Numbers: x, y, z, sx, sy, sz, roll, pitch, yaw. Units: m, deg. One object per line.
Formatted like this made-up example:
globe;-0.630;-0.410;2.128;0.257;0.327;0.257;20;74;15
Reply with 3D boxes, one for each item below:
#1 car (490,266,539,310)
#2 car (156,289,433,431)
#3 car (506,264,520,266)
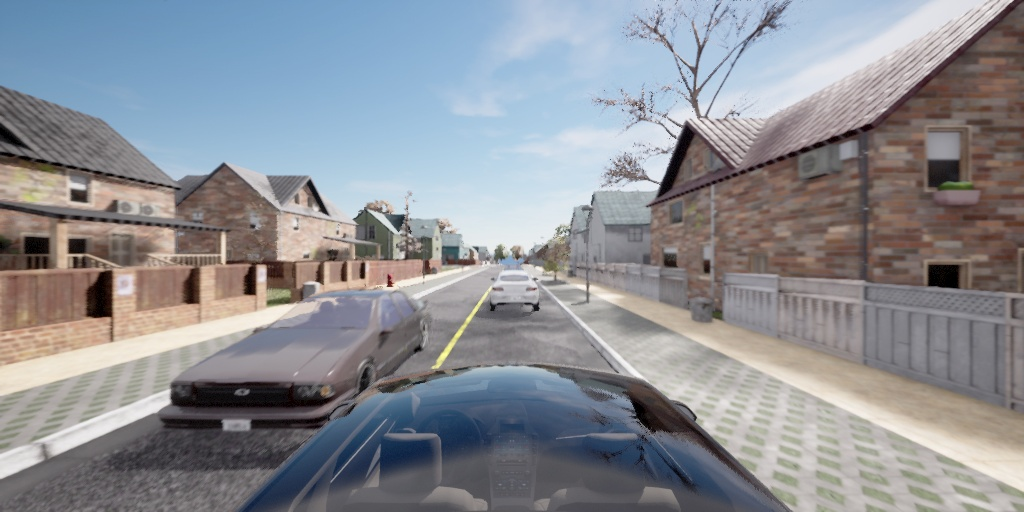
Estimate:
car;0.092;1.308;14.662;1.812;1.442;4.674;0;0;0
car;-2.747;1.306;6.240;2.033;1.411;5.357;0;0;0
car;0.113;1.414;33.289;2.033;1.411;5.357;0;0;0
